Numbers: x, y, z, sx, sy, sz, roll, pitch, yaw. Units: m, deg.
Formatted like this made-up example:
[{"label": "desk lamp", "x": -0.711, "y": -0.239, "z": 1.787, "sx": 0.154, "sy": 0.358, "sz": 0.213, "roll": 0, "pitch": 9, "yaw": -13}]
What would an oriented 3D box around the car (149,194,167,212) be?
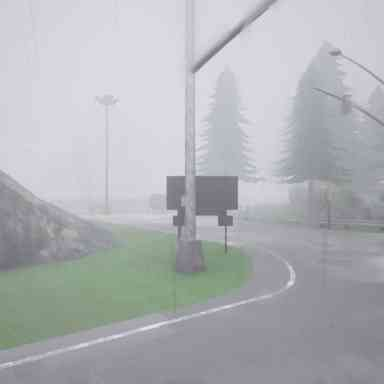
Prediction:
[{"label": "car", "x": -2.500, "y": 1.229, "z": 40.137, "sx": 5.566, "sy": 2.045, "sz": 2.150, "roll": 0, "pitch": -2, "yaw": -37}]
